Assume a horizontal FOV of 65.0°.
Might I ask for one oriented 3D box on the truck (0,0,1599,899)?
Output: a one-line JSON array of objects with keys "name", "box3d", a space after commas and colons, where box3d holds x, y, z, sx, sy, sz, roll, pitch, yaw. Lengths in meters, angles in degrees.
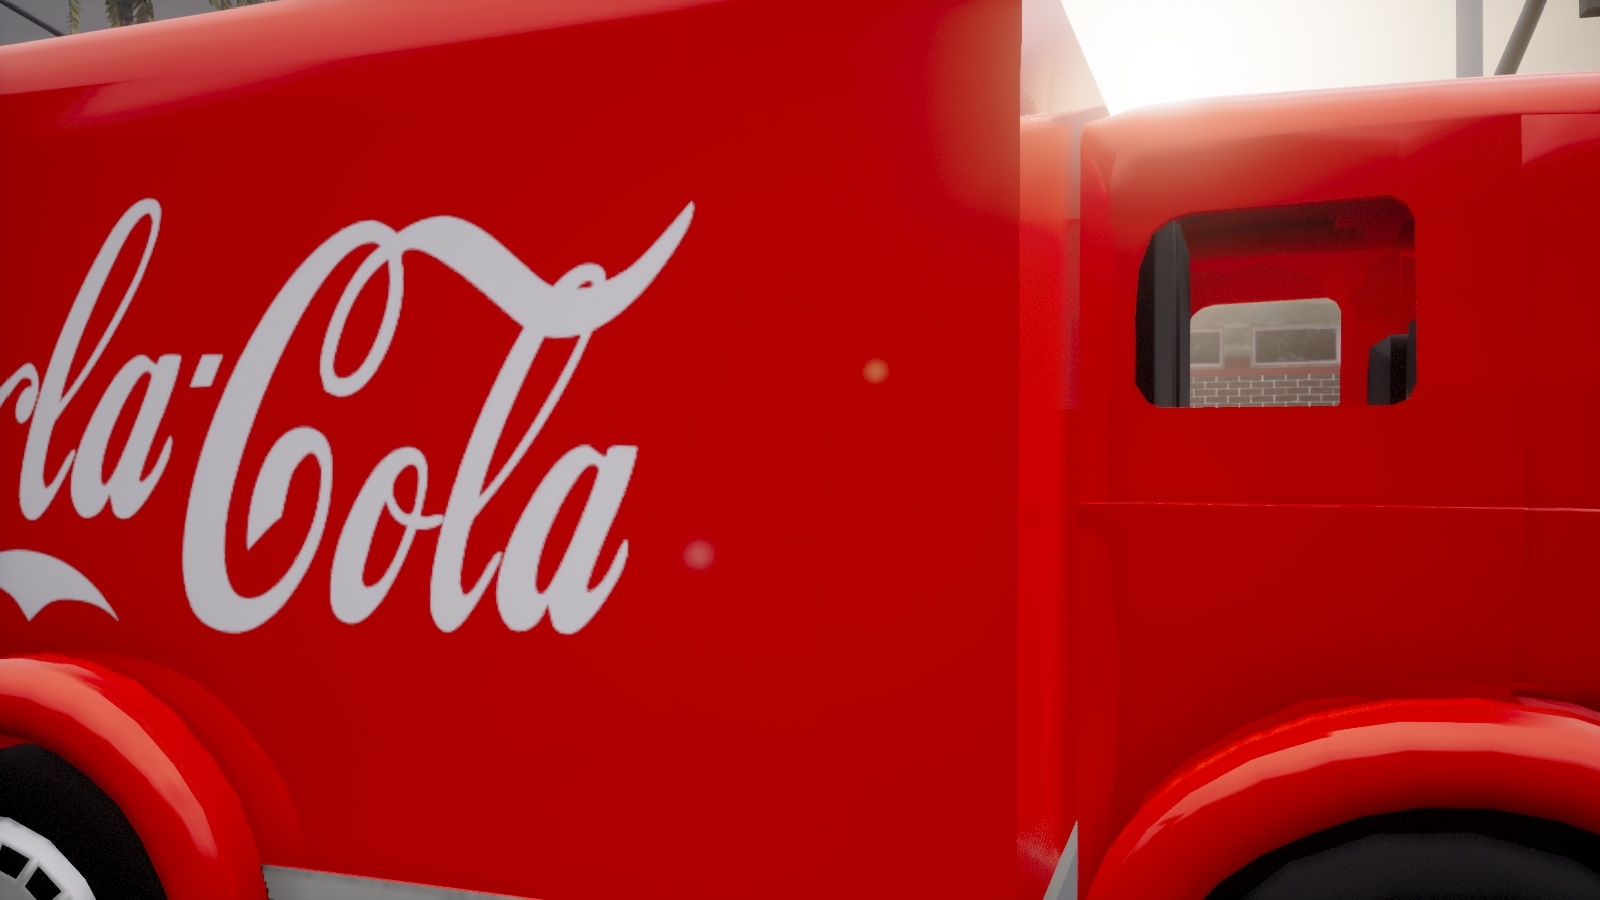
[{"name": "truck", "box3d": [-0.068, 0.283, 3.233, 5.204, 2.467, 2.627, 1, 1, 20]}]
